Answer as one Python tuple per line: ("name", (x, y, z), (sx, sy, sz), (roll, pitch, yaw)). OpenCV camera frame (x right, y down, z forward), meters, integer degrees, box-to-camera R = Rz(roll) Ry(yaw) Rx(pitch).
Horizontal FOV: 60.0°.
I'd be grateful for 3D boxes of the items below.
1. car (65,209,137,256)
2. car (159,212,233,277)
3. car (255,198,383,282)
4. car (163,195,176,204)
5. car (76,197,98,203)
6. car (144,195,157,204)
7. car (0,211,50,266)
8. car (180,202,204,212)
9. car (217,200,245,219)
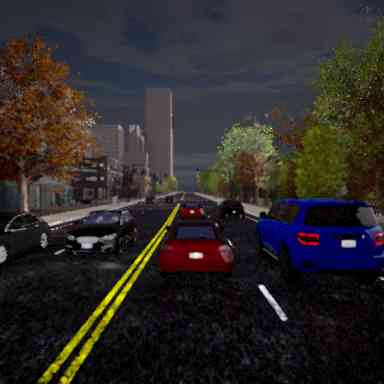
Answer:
("car", (-3.356, 1.449, 13.066), (2.128, 1.511, 4.902), (0, 0, 0))
("car", (0.103, 1.531, 10.202), (1.994, 1.385, 4.181), (0, 0, 0))
("car", (3.352, 1.189, 9.793), (2.150, 2.045, 5.566), (0, 0, 0))
("car", (-3.843, 1.371, 57.716), (1.837, 1.490, 4.892), (0, 0, -1))
("car", (-20.676, 1.611, 65.506), (4.313, 1.339, 1.947), (-1, 1, -1))
("car", (-7.092, 1.346, 57.598), (1.837, 1.490, 4.892), (0, 0, -1))
("car", (-6.602, 1.467, 11.447), (1.837, 1.490, 4.892), (0, 0, 0))
("car", (-0.014, 1.475, 27.389), (1.994, 1.385, 4.181), (0, 0, -1))
("car", (3.225, 1.386, 28.262), (1.882, 1.535, 5.008), (0, 0, -1))
